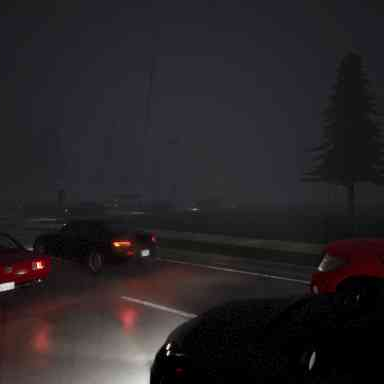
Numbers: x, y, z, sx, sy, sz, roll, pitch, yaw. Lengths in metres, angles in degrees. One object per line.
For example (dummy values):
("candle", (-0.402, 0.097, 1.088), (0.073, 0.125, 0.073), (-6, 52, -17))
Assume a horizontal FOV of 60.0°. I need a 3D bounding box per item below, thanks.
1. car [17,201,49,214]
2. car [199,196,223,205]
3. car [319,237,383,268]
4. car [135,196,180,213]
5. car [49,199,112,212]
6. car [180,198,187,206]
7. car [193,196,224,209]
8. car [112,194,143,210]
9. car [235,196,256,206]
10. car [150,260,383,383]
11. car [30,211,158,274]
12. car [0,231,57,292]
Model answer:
("car", (-15.200, 1.601, 34.117), (1.895, 1.301, 4.718), (0, 0, 37))
("car", (3.387, 1.477, 59.126), (1.882, 1.535, 5.008), (0, 0, 37))
("car", (4.725, 1.221, 4.895), (5.566, 2.045, 2.150), (0, 0, 36))
("car", (-3.815, 1.525, 37.699), (1.812, 1.442, 4.674), (0, 0, 37))
("car", (-9.807, 1.525, 29.596), (1.812, 1.442, 4.674), (0, 0, 36))
("car", (-2.677, 1.526, 50.975), (1.812, 1.442, 4.674), (0, 0, 36))
("car", (2.410, 1.547, 46.105), (2.033, 1.411, 5.357), (0, 0, 37))
("car", (-8.520, 1.223, 43.131), (2.150, 2.045, 5.566), (0, 0, 37))
("car", (8.806, 1.477, 54.685), (1.882, 1.535, 5.008), (0, 0, 37))
("car", (1.633, 1.564, 2.816), (4.181, 1.385, 1.994), (0, 0, 36))
("car", (-3.146, 1.526, 10.565), (4.674, 1.442, 1.812), (0, 0, 36))
("car", (-5.480, 1.601, 7.936), (4.718, 1.301, 1.895), (0, 0, 36))
